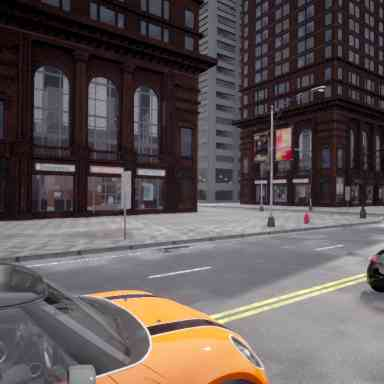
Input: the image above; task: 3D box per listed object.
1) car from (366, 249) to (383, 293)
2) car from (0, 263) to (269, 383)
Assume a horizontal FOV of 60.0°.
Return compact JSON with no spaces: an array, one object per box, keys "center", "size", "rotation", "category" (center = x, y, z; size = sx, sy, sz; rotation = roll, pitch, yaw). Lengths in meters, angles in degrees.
[{"center":[5.903,1.576,7.670],"size":[4.181,1.385,1.994],"rotation":[0,0,-35],"category":"car"},{"center":[-1.525,1.352,2.351],"size":[4.553,1.767,2.097],"rotation":[0,0,-36],"category":"car"}]
